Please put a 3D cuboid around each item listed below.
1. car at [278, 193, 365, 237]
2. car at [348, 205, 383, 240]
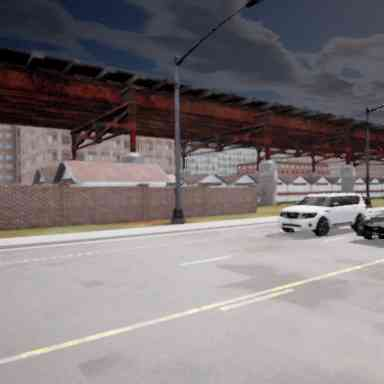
[{"bbox_3d":[6.992,1.073,17.484,5.566,2.045,2.150,-1,0,-35],"label":"car"},{"bbox_3d":[9.646,1.384,15.065,5.357,1.411,2.033,-1,1,-35],"label":"car"}]
